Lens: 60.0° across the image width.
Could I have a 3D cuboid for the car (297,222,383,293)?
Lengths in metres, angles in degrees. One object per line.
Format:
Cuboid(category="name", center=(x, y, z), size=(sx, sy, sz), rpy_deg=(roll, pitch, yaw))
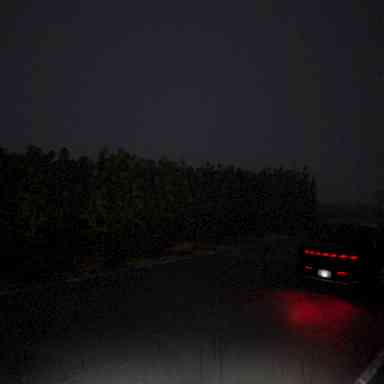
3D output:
Cuboid(category="car", center=(4.690, 1.593, 9.289), size=(1.837, 1.490, 4.892), rpy_deg=(0, 0, 44))
